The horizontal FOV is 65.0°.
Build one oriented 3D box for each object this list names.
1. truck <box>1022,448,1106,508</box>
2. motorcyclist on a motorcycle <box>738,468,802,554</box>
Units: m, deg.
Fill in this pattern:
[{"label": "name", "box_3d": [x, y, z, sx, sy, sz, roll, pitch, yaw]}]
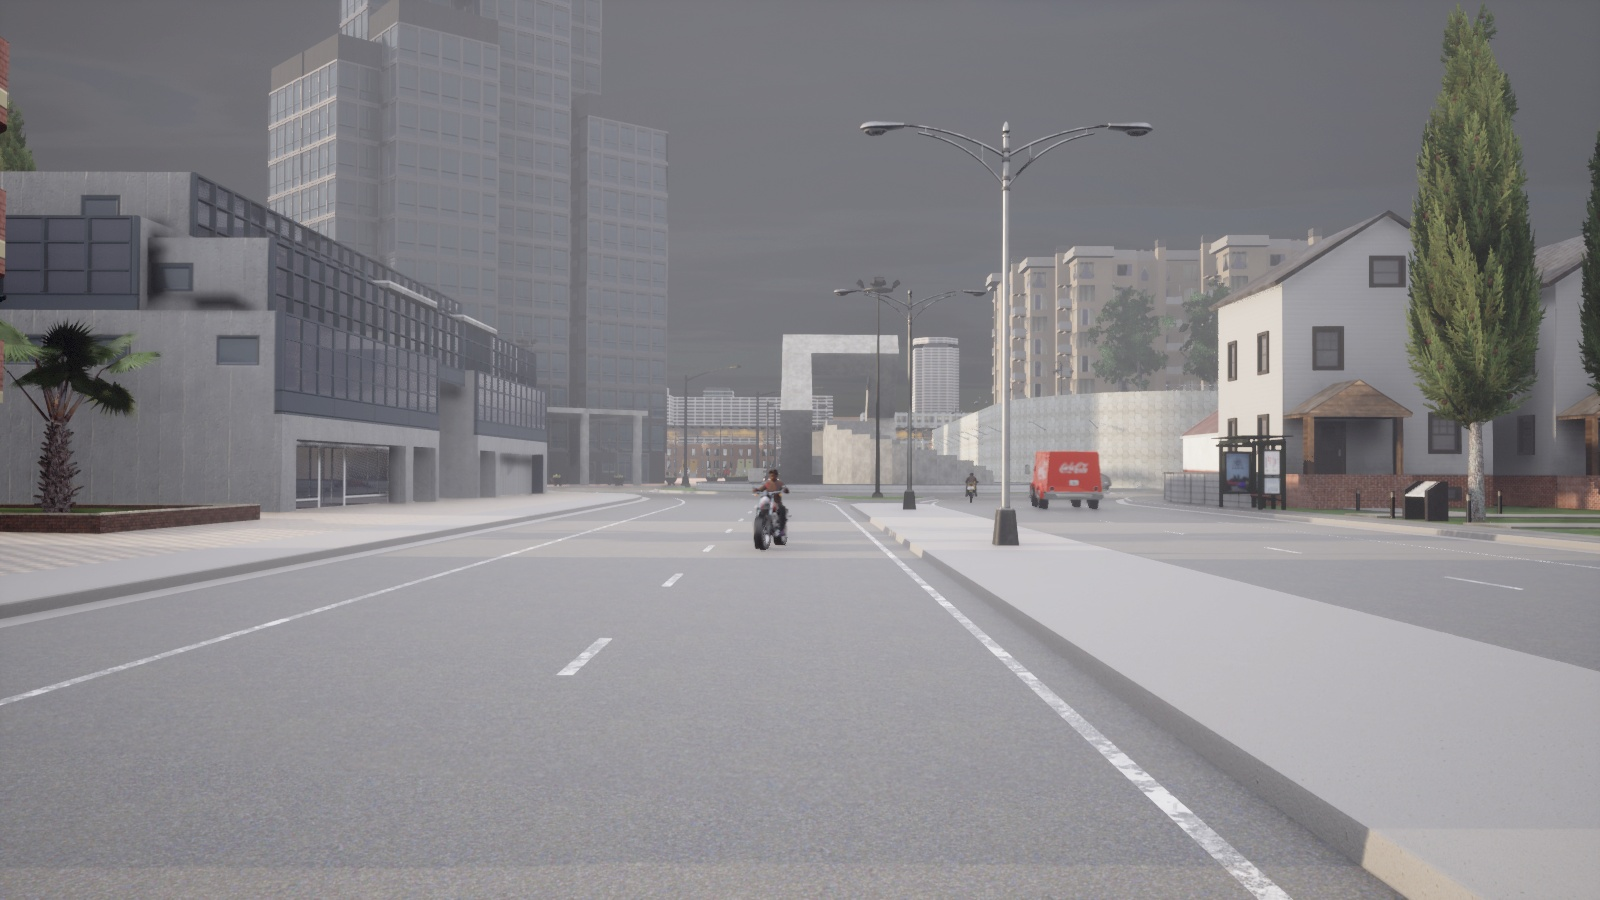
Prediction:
[{"label": "truck", "box_3d": [11.418, 1.199, 54.713, 2.627, 2.467, 5.204, 0, -1, 1]}, {"label": "motorcyclist on a motorcycle", "box_3d": [-0.583, 1.191, 25.317, 0.766, 1.649, 2.350, -1, -1, 12]}]
